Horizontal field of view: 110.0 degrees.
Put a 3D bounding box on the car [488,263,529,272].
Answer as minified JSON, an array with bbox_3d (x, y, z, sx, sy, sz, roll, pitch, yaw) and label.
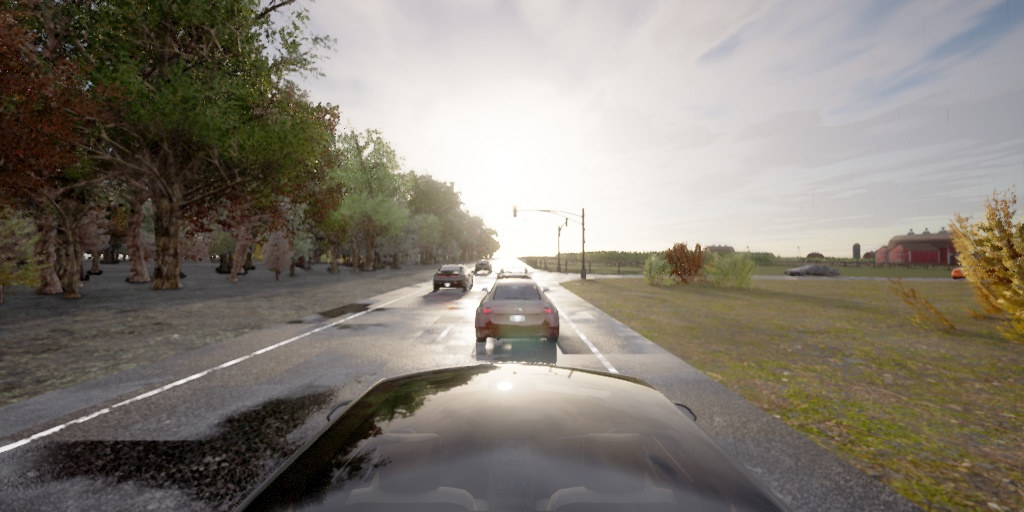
[{"bbox_3d":[0.107,1.246,18.632,2.128,1.511,4.902,0,0,0],"label":"car"}]

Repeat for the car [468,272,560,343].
[{"bbox_3d":[0.106,1.316,9.733,1.994,1.385,4.181,0,0,0],"label":"car"}]

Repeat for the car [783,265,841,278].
[{"bbox_3d":[34.201,1.728,40.899,5.357,1.411,2.033,1,-1,0],"label":"car"}]

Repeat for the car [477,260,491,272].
[{"bbox_3d":[-3.386,1.264,43.373,1.837,1.490,4.892,0,0,0],"label":"car"}]

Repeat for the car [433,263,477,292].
[{"bbox_3d":[-3.391,1.259,21.281,1.837,1.490,4.892,0,0,0],"label":"car"}]

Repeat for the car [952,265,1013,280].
[{"bbox_3d":[48.917,1.634,37.233,4.553,1.767,2.097,1,-1,0],"label":"car"}]

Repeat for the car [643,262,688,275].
[{"bbox_3d":[17.608,1.478,41.016,5.008,1.535,1.882,1,-1,1],"label":"car"}]
